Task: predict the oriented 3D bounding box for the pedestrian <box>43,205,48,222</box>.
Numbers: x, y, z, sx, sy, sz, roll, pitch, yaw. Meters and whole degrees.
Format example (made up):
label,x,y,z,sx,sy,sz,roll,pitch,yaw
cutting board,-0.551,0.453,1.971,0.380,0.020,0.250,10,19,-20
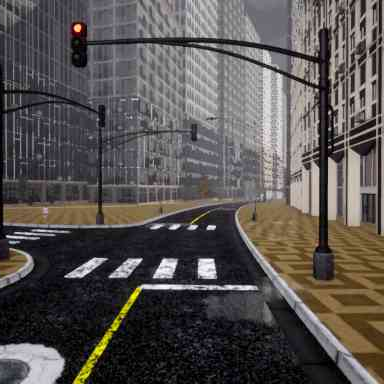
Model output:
label,x,y,z,sx,sy,sz,roll,pitch,yaw
pedestrian,-9.295,1.345,21.045,0.500,1.100,0.500,0,0,17
